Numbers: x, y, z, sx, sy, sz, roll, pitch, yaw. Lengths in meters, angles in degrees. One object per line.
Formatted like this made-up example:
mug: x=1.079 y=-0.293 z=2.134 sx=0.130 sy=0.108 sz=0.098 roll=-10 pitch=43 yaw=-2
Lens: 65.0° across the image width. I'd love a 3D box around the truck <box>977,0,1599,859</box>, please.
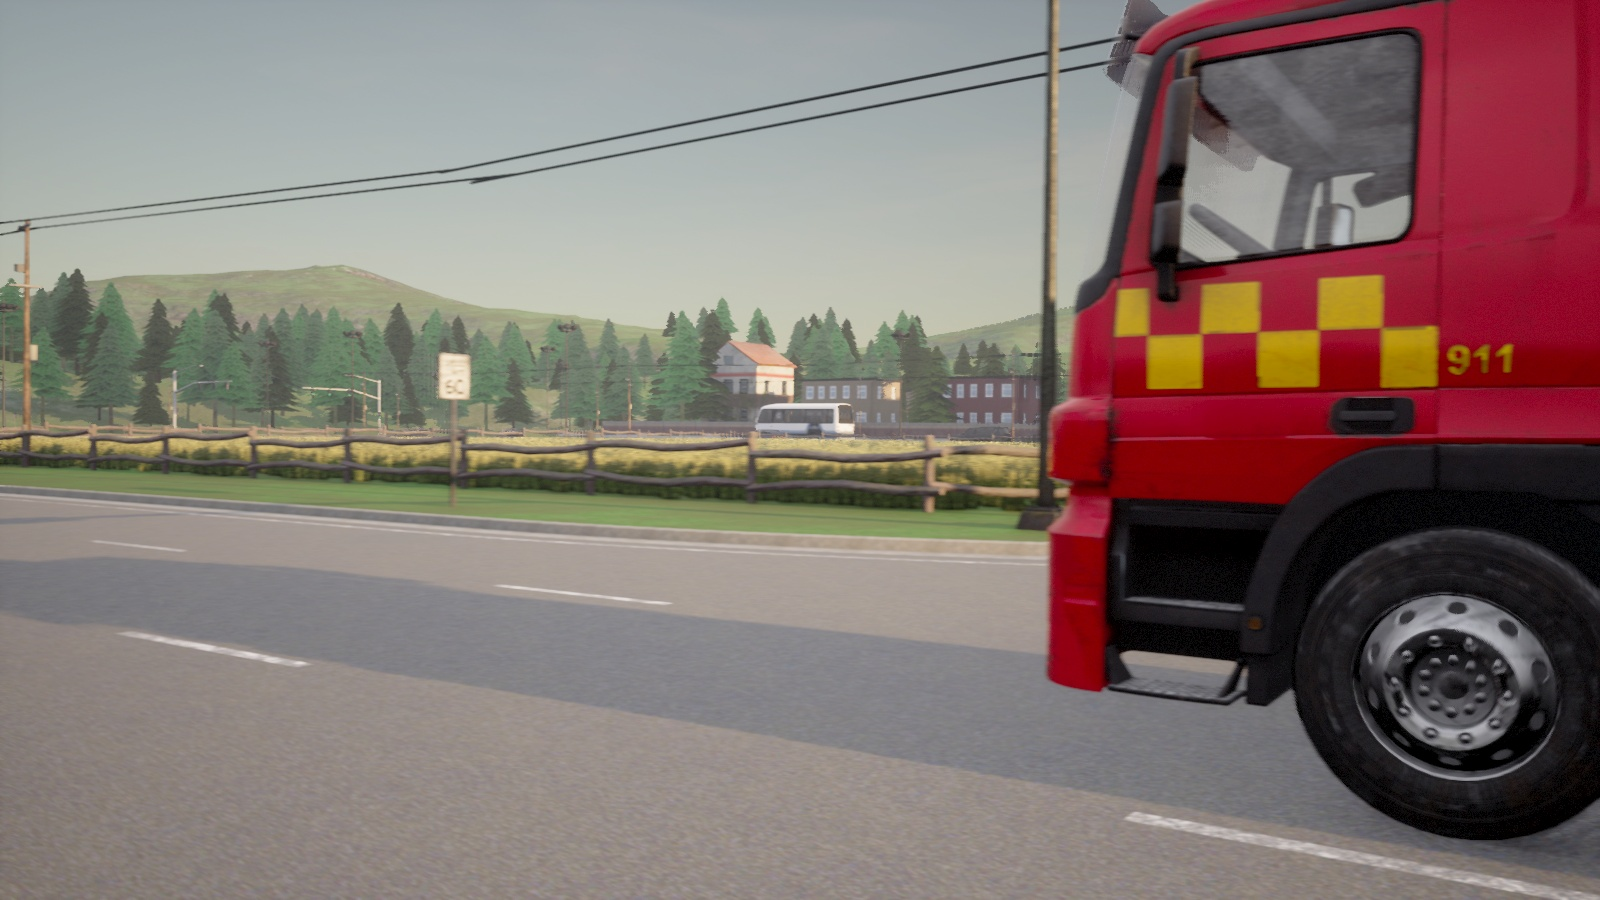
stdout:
truck: x=5.114 y=-0.536 z=4.403 sx=8.468 sy=3.827 sz=2.891 roll=0 pitch=1 yaw=34
